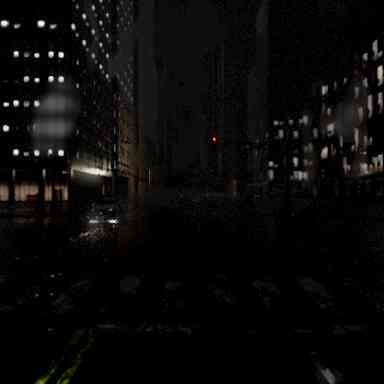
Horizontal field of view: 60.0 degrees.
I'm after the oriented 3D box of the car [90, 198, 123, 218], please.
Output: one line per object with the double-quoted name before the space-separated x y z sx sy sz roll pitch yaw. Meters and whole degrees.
"car" -6.824 1.210 27.035 1.812 1.442 4.674 0 2 -1
